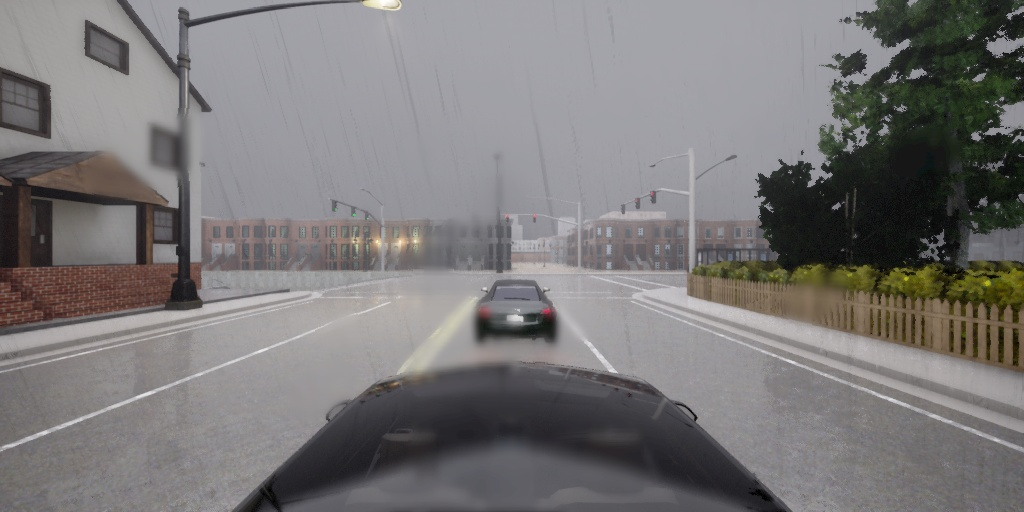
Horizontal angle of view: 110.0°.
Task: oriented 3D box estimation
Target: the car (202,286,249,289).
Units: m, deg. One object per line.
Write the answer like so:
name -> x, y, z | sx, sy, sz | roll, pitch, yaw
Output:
car -> -22.438, 3.308, 26.907 | 5.566, 2.045, 2.150 | -13, 1, -1

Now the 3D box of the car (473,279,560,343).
car -> 0.099, 1.314, 9.657 | 1.994, 1.385, 4.181 | 0, 0, 0
